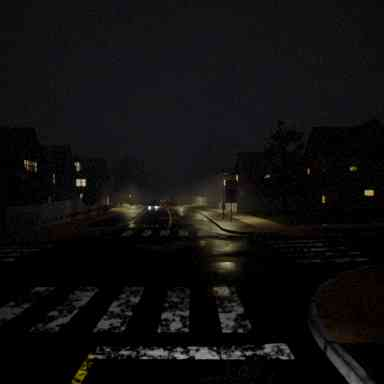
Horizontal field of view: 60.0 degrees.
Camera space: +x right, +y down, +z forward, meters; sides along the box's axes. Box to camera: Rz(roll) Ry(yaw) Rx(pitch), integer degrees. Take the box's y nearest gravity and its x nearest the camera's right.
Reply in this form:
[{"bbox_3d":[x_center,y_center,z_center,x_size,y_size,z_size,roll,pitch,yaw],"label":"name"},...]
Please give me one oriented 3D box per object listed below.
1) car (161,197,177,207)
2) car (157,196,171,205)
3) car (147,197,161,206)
[{"bbox_3d":[-3.709,1.865,56.511,1.895,1.301,4.718,0,-1,-10],"label":"car"},{"bbox_3d":[-5.620,1.730,66.363,2.097,1.767,4.553,0,-1,-12],"label":"car"},{"bbox_3d":[-7.161,1.867,60.135,1.994,1.385,4.181,0,-1,-10],"label":"car"}]
